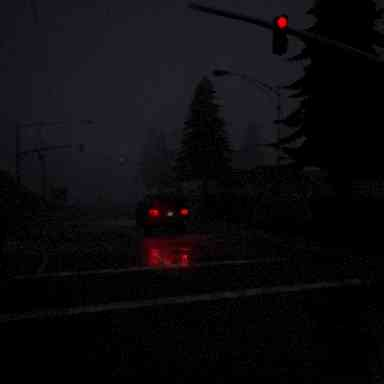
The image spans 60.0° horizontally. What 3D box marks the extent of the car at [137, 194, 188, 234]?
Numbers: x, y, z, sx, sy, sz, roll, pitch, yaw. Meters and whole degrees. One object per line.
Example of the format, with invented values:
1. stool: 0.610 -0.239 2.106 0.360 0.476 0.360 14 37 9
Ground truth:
1. car: -1.819 1.151 19.109 2.150 2.045 5.566 0 1 -16
